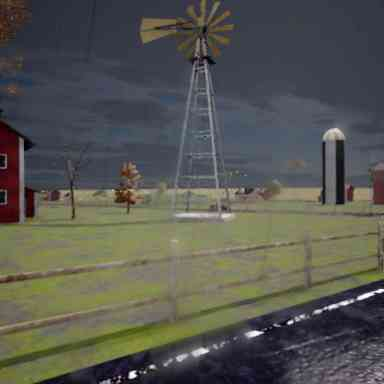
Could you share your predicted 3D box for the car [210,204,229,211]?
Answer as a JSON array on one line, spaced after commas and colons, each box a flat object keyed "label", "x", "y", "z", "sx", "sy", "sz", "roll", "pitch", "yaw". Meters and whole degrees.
[{"label": "car", "x": 5.454, "y": 3.000, "z": 64.806, "sx": 1.994, "sy": 1.385, "sz": 4.181, "roll": 0, "pitch": -1, "yaw": -41}]
